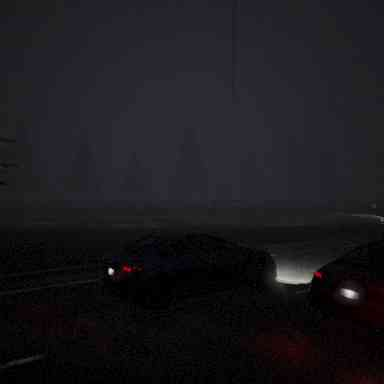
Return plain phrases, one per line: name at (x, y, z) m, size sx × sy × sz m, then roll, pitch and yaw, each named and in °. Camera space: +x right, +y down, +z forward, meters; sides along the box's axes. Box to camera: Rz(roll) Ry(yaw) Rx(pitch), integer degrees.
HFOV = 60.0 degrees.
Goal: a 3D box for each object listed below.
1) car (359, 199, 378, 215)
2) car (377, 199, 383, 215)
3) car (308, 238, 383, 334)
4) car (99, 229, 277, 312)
car at (20.529, 1.519, 36.117) m, size 4.553 × 1.767 × 2.097 m, roll 0°, pitch 0°, yaw -19°
car at (21.098, 1.666, 32.615) m, size 4.892 × 1.490 × 1.837 m, roll 0°, pitch 0°, yaw -19°
car at (4.196, 1.595, 6.352) m, size 4.181 × 1.385 × 1.994 m, roll 0°, pitch 0°, yaw -32°
car at (0.023, 1.580, 7.820) m, size 4.181 × 1.385 × 1.994 m, roll 0°, pitch 0°, yaw -34°
